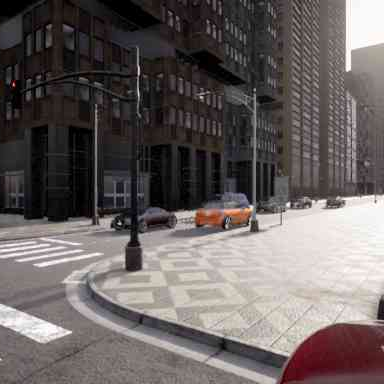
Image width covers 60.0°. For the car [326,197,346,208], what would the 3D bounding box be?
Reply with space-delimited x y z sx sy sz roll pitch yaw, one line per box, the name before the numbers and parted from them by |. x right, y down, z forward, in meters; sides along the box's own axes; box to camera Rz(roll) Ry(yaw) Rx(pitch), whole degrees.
car | 19.998 1.381 46.196 2.128 1.511 4.902 0 0 35

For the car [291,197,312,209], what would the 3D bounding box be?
car | 14.352 1.386 43.676 2.128 1.511 4.902 0 0 35

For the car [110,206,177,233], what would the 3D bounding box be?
car | -2.749 1.525 19.546 1.994 1.385 4.181 0 0 35

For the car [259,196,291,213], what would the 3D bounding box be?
car | 8.370 1.270 35.269 2.097 1.767 4.553 0 0 35

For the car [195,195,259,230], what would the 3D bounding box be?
car | 2.153 1.310 20.933 2.097 1.767 4.553 0 0 35

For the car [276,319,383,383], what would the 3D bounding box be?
car | 2.680 1.315 1.049 5.009 1.841 2.192 0 0 35
